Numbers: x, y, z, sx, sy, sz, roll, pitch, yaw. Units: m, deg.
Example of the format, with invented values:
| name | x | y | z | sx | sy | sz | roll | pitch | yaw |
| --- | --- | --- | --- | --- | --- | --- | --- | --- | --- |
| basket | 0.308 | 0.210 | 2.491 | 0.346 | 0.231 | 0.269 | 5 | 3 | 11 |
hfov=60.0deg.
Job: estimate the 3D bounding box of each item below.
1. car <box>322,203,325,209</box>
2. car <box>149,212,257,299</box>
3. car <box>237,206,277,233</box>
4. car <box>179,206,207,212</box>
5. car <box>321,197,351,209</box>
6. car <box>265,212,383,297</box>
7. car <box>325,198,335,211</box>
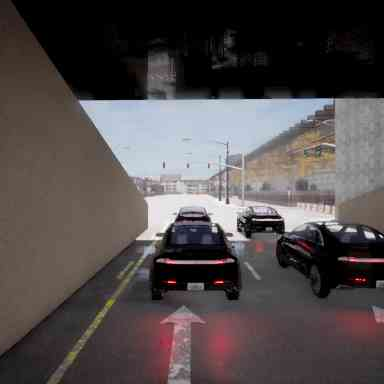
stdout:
| name | x | y | z | sx | sy | sz | roll | pitch | yaw |
| --- | --- | --- | --- | --- | --- | --- | --- | --- | --- |
| car | 17.405 | 1.452 | 40.116 | 2.038 | 1.542 | 4.974 | 0 | 0 | 45 |
| car | 0.063 | 1.492 | 8.425 | 2.128 | 1.511 | 4.902 | 0 | 0 | 0 |
| car | 3.539 | 1.491 | 17.721 | 2.128 | 1.511 | 4.902 | 0 | 0 | 0 |
| car | 0.041 | 1.505 | 17.546 | 1.837 | 1.490 | 4.892 | 0 | 0 | 0 |
| car | 17.442 | 1.295 | 40.153 | 1.853 | 1.218 | 4.536 | 0 | 0 | 45 |
| car | 3.559 | 1.492 | 8.588 | 2.128 | 1.511 | 4.902 | 0 | 0 | 0 |
| car | 17.316 | 1.452 | 35.509 | 2.038 | 1.542 | 4.974 | 0 | 0 | -35 |
